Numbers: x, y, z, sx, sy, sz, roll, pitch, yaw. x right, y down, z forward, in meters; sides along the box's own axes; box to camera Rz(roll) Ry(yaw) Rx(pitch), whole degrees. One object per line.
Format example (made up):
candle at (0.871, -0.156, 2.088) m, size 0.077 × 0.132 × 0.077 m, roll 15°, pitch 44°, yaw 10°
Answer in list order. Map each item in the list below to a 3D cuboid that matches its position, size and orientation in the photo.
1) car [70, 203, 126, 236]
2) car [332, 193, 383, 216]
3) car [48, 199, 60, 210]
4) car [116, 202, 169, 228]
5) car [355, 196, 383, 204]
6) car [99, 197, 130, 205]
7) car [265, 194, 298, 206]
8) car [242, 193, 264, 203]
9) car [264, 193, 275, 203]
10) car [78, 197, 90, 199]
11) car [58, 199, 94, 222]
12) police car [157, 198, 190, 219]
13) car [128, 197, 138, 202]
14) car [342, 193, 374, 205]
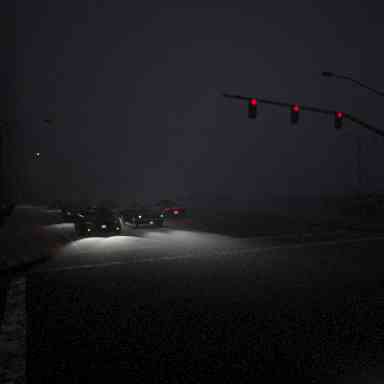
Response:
car at (-5.341, 1.564, 18.553) m, size 1.994 × 1.385 × 4.181 m, roll 0°, pitch 0°, yaw -27°
car at (15.937, 1.153, 31.103) m, size 1.932 × 1.855 × 4.605 m, roll 0°, pitch 0°, yaw -27°
car at (-17.495, 1.548, 42.744) m, size 2.033 × 1.411 × 5.357 m, roll 0°, pitch 0°, yaw -26°
car at (-3.515, 1.601, 22.708) m, size 1.895 × 1.301 × 4.718 m, roll 0°, pitch 0°, yaw -27°
car at (30.862, 1.364, 58.051) m, size 1.784 × 1.438 × 3.905 m, roll 0°, pitch 0°, yaw -27°
car at (-7.802, 1.491, 31.221) m, size 2.128 × 1.511 × 4.902 m, roll 0°, pitch 0°, yaw -27°
car at (13.165, 1.395, 49.183) m, size 1.970 × 1.475 × 3.806 m, roll 0°, pitch 0°, yaw -27°
car at (11.577, 1.395, 65.270) m, size 1.970 × 1.475 × 3.806 m, roll 0°, pitch 0°, yaw -27°
car at (14.167, 1.364, 66.563) m, size 1.784 × 1.438 × 3.905 m, roll 0°, pitch 0°, yaw -27°
car at (-14.135, 1.499, 43.852) m, size 1.837 × 1.490 × 4.892 m, roll 0°, pitch 2°, yaw -26°
car at (-9.213, 1.526, 26.262) m, size 1.812 × 1.442 × 4.674 m, roll 0°, pitch 0°, yaw -27°
police car at (-2.363, 1.509, 28.474) m, size 2.038 × 1.542 × 4.974 m, roll 0°, pitch 0°, yaw -27°
car at (-9.482, 1.526, 50.433) m, size 1.812 × 1.442 × 4.674 m, roll 0°, pitch 0°, yaw -26°
car at (28.242, 1.153, 56.814) m, size 1.932 × 1.855 × 4.605 m, roll 0°, pitch 0°, yaw -27°
